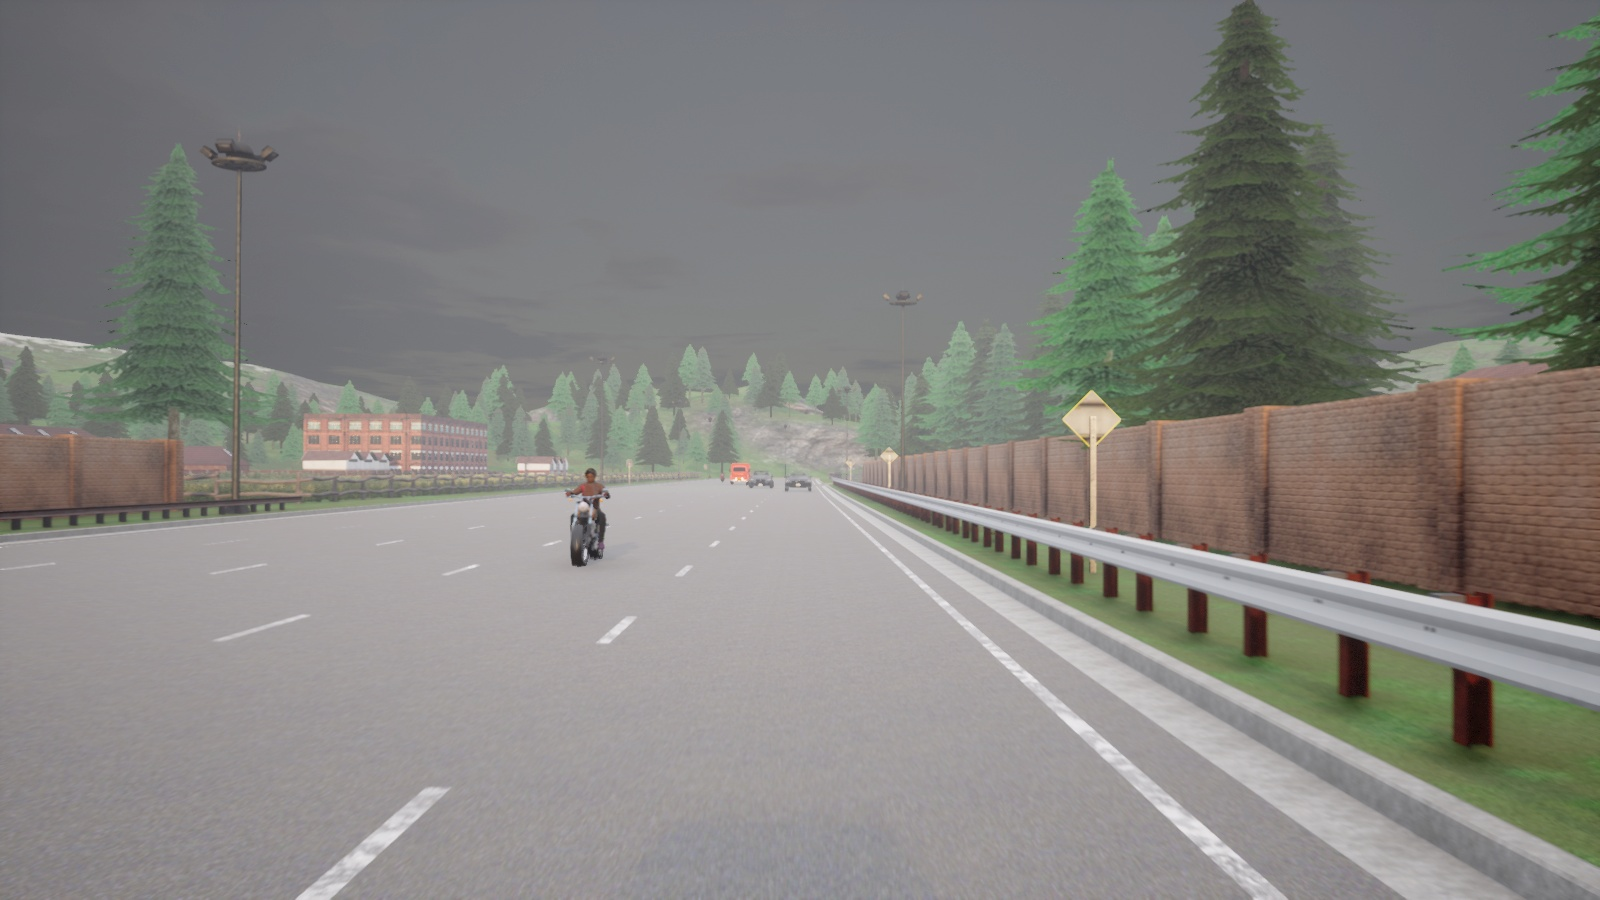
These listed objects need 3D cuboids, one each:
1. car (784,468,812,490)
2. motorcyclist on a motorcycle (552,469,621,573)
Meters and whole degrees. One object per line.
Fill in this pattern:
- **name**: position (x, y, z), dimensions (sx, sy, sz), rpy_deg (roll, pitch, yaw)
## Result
- **car**: position (-0.119, 2.282, 98.661), dimensions (2.152, 1.651, 5.027), rpy_deg (0, -1, 0)
- **motorcyclist on a motorcycle**: position (-3.551, 1.140, 21.065), dimensions (0.766, 1.649, 2.350), rpy_deg (0, -1, 0)
